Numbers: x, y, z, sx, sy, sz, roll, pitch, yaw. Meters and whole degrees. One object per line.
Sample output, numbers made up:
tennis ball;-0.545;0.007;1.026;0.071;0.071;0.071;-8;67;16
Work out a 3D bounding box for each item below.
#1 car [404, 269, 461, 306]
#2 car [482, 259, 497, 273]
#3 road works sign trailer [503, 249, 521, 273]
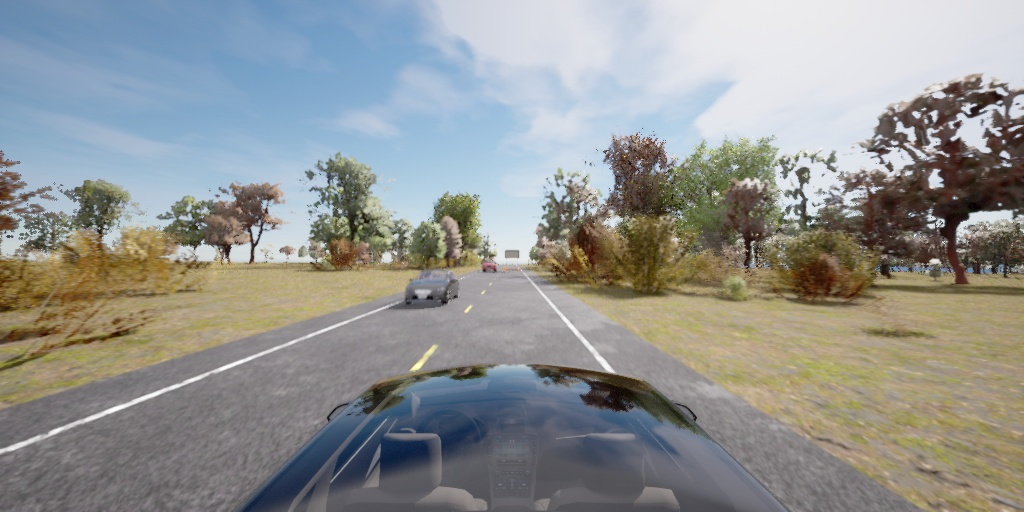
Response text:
car;-3.594;1.390;16.856;2.128;1.511;4.902;0;-1;0
car;-3.531;1.556;57.167;2.150;2.045;5.566;0;-1;1
road works sign trailer;0.023;0.782;55.757;2.380;3.560;2.880;0;0;0
